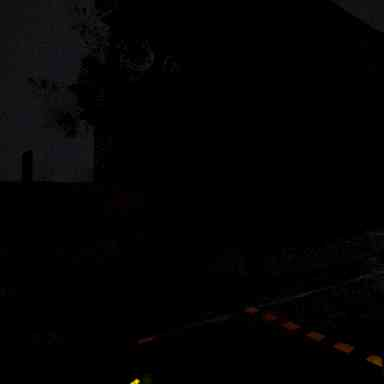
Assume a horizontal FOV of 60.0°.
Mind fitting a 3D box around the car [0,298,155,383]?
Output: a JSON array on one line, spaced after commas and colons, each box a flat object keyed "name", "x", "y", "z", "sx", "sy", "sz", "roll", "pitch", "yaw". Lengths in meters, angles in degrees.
[{"name": "car", "x": -2.454, "y": 1.495, "z": 1.928, "sx": 4.674, "sy": 1.442, "sz": 1.812, "roll": 1, "pitch": 0, "yaw": -36}]
